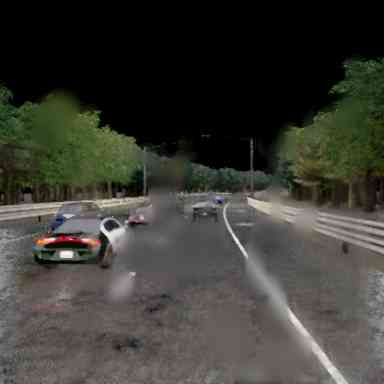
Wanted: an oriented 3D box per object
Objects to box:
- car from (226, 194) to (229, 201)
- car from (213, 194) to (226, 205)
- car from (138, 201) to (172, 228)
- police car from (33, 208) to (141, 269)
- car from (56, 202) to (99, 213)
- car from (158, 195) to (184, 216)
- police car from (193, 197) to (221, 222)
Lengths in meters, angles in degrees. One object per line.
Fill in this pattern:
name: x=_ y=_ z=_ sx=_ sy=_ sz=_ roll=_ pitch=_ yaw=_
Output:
car: x=7.121 y=1.263 z=74.212 sx=2.128 sy=1.511 sz=4.902 roll=0 pitch=1 yaw=11
car: x=4.210 y=1.428 z=56.143 sx=1.882 sy=1.535 sz=5.008 roll=0 pitch=1 yaw=8
car: x=-2.835 y=1.581 z=22.241 sx=2.033 sy=1.411 sz=5.357 roll=0 pitch=0 yaw=3
police car: x=-3.315 y=1.520 z=11.393 sx=2.038 sy=1.542 sz=4.974 roll=0 pitch=0 yaw=2
car: x=-6.340 y=1.377 z=19.529 sx=2.097 sy=1.767 sz=4.553 roll=0 pitch=0 yaw=3
car: x=-2.061 y=1.273 z=33.102 sx=2.150 sy=2.045 sz=5.566 roll=0 pitch=0 yaw=5
police car: x=1.143 y=1.470 z=27.180 sx=1.930 sy=1.638 sz=5.238 roll=0 pitch=0 yaw=4
